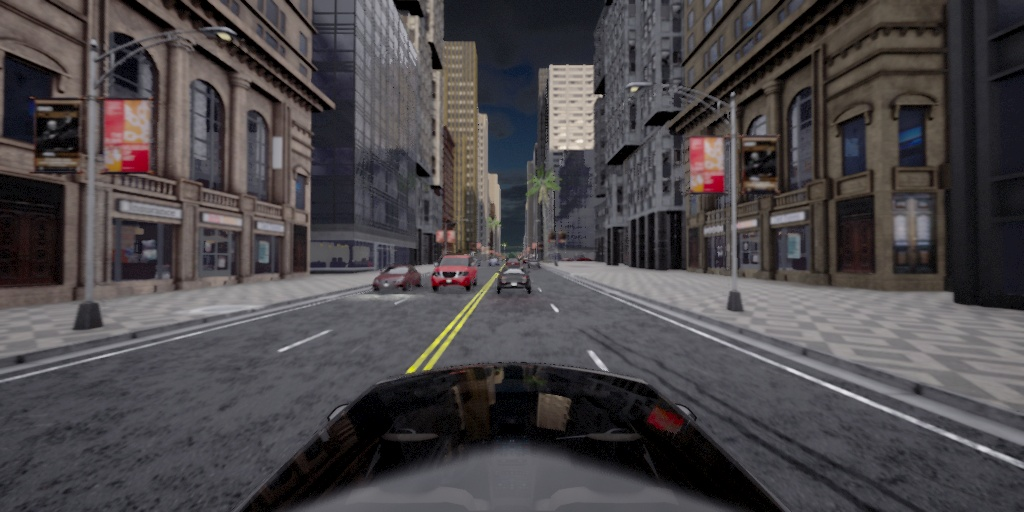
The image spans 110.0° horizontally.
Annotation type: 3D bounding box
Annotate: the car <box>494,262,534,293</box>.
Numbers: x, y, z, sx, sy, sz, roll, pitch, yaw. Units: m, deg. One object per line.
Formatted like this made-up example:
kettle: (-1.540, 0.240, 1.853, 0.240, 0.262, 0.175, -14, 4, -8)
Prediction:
car: (0.105, 1.259, 20.702, 1.812, 1.442, 4.674, 0, 0, 0)

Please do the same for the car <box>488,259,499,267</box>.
car: (-3.251, 1.171, 63.915, 1.812, 1.442, 4.674, 0, 0, 1)

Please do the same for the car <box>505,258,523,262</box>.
car: (0.115, 1.010, 51.981, 2.097, 1.767, 4.553, 0, 0, 0)

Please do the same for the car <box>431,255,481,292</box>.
car: (-3.343, 0.953, 21.752, 2.150, 2.045, 5.566, 0, 0, 0)

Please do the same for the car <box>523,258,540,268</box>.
car: (3.367, 1.144, 56.881, 2.128, 1.511, 4.902, 0, 0, 0)

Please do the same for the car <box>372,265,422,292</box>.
car: (-6.591, 1.258, 21.127, 1.812, 1.442, 4.674, 0, 0, 0)
